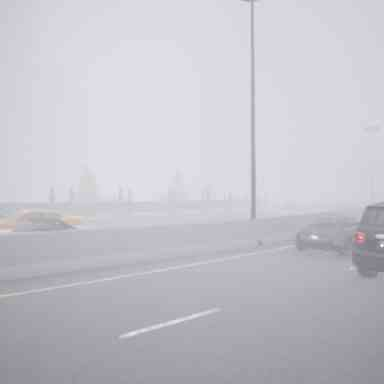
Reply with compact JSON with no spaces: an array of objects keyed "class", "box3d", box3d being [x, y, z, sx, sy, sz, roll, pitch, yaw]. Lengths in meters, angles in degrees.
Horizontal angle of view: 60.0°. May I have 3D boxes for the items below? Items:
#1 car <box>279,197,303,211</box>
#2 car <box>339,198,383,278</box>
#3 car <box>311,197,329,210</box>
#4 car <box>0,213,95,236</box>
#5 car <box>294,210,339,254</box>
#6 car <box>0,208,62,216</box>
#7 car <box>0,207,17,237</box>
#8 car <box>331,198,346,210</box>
[{"class":"car","box3d":[14.847,1.944,49.498,2.128,1.511,4.902,0,-1,25]},{"class":"car","box3d":[6.496,1.282,9.284,5.566,2.045,2.150,0,0,-42]},{"class":"car","box3d":[19.148,1.956,50.480,2.128,1.511,4.902,0,-1,24]},{"class":"car","box3d":[-6.108,1.676,12.686,4.718,1.301,1.895,0,0,-38]},{"class":"car","box3d":[5.985,1.654,13.638,4.181,1.385,1.994,0,-1,-43]},{"class":"car","box3d":[-7.724,1.573,15.893,5.008,1.535,1.882,0,0,-39]},{"class":"car","box3d":[-11.916,1.603,17.111,4.892,1.490,1.837,0,0,-36]},{"class":"car","box3d":[20.468,1.889,45.070,2.128,1.511,4.902,0,-1,26]}]
